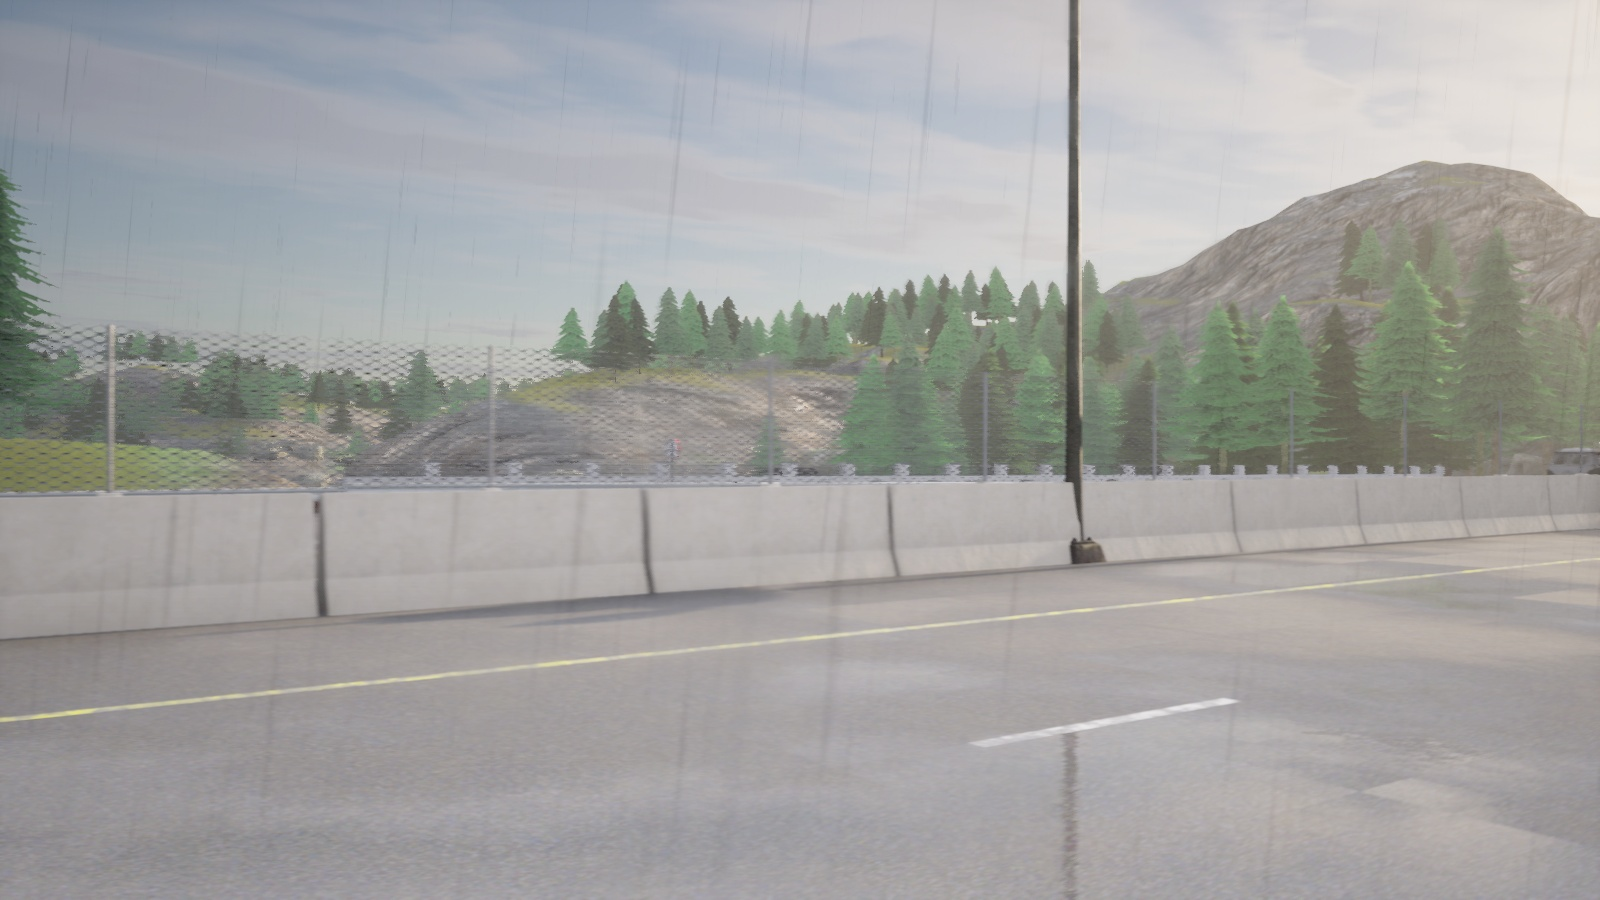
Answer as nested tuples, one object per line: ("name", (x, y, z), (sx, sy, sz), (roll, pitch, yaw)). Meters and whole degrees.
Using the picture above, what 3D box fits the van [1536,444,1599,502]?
("van", (28.115, 0.820, 44.550), (4.442, 1.987, 1.775), (1, -1, -35))
